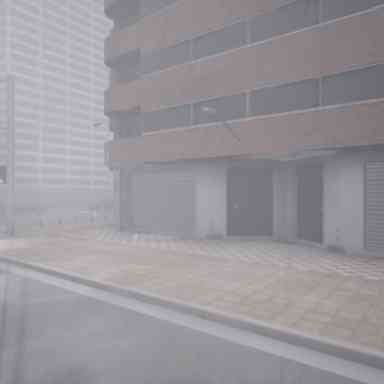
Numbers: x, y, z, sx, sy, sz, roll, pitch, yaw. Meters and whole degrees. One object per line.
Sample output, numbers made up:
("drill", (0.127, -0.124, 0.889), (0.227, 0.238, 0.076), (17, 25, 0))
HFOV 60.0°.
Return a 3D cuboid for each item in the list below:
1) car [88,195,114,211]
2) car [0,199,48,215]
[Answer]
("car", (-10.478, 1.503, 40.915), (1.837, 1.490, 4.892), (0, 0, 37))
("car", (-16.726, 1.503, 32.660), (1.837, 1.490, 4.892), (0, 0, 37))
